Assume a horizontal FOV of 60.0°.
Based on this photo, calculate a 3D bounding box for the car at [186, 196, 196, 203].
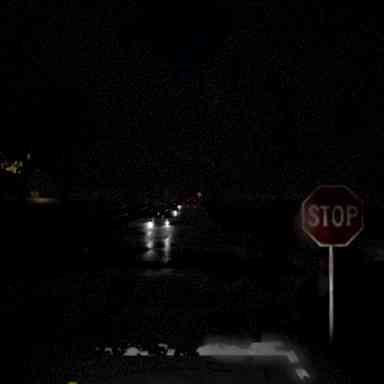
[{"bbox_3d":[-0.162,1.580,70.976,2.128,1.511,4.902,0,0,0],"label":"car"}]

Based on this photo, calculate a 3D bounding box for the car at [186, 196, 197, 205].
[{"bbox_3d":[-0.138,1.666,60.690,1.812,1.442,4.674,0,0,0],"label":"car"}]

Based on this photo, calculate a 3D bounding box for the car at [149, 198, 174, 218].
[{"bbox_3d":[-2.895,1.558,30.618,1.812,1.442,4.674,0,0,-1],"label":"car"}]

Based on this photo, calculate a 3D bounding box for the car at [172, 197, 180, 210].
[{"bbox_3d":[-2.946,1.552,44.527,1.882,1.535,5.008,0,0,0],"label":"car"}]
